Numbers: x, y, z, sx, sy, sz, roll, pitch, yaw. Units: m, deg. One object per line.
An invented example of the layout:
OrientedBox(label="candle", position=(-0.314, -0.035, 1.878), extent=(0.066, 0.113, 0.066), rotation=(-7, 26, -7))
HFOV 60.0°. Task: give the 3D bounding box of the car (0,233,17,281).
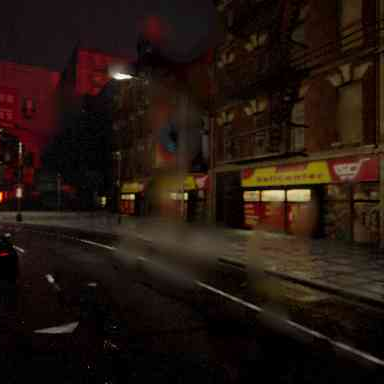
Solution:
OrientedBox(label="car", position=(-6.432, 1.751, 9.883), extent=(1.994, 1.385, 4.181), rotation=(2, -2, -33))
